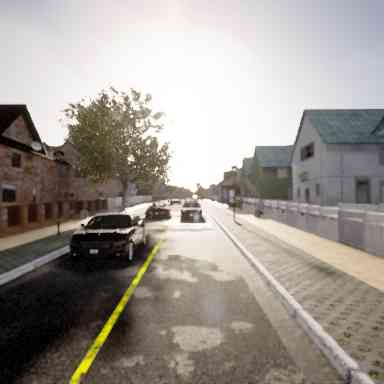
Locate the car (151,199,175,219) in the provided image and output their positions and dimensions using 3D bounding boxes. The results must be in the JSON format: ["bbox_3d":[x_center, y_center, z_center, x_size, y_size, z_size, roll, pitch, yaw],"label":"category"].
[{"bbox_3d":[-2.870,1.558,29.300,1.994,1.385,4.181,0,0,0],"label":"car"}]

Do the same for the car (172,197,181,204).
[{"bbox_3d":[-2.988,1.655,62.282,2.033,1.411,5.357,0,0,0],"label":"car"}]

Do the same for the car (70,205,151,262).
[{"bbox_3d":[-2.884,1.469,12.294,1.882,1.535,5.008,0,0,0],"label":"car"}]

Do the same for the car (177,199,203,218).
[{"bbox_3d":[-0.033,1.592,29.557,1.895,1.301,4.718,0,0,0],"label":"car"}]
